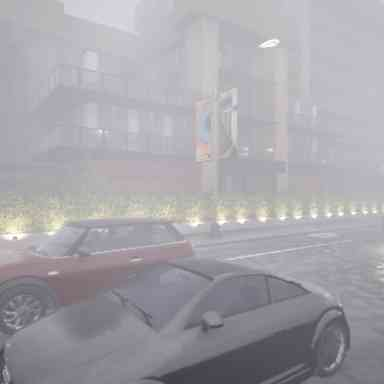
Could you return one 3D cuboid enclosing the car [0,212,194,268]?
[{"bbox_3d":[-2.074,1.352,6.802,4.553,1.767,2.097,0,0,-35],"label":"car"}]

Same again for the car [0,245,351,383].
[{"bbox_3d":[0.017,1.563,3.993,4.181,1.385,1.994,0,0,-35],"label":"car"}]
